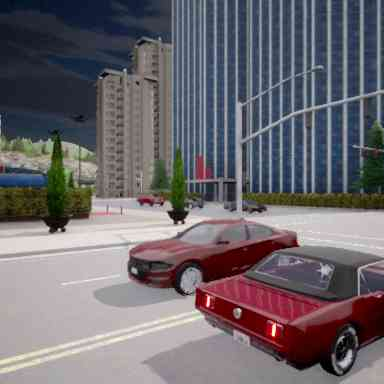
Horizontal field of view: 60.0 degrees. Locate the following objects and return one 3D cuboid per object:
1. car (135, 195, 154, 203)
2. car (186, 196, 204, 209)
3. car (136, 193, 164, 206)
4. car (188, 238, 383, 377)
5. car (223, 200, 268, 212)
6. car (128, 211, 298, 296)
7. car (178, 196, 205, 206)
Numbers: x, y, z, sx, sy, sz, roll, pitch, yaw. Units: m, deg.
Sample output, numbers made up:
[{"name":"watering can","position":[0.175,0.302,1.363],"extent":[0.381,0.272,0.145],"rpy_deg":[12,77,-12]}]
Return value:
[{"name":"car","position":[-10.155,1.509,70.722],"extent":[2.128,1.511,4.902],"rpy_deg":[0,0,-36]},{"name":"car","position":[-0.340,1.503,45.082],"extent":[1.837,1.490,4.892],"rpy_deg":[0,0,-36]},{"name":"car","position":[-6.610,1.220,53.741],"extent":[2.150,2.045,5.566],"rpy_deg":[0,0,-36]},{"name":"car","position":[2.459,1.600,5.564],"extent":[4.718,1.301,1.895],"rpy_deg":[0,0,-35]},{"name":"car","position":[5.765,1.546,36.677],"extent":[2.033,1.411,5.357],"rpy_deg":[0,0,-36]},{"name":"car","position":[0.751,1.477,8.843],"extent":[5.008,1.535,1.882],"rpy_deg":[0,0,-36]},{"name":"car","position":[-0.128,1.489,57.026],"extent":[2.128,1.511,4.902],"rpy_deg":[0,0,-36]}]
